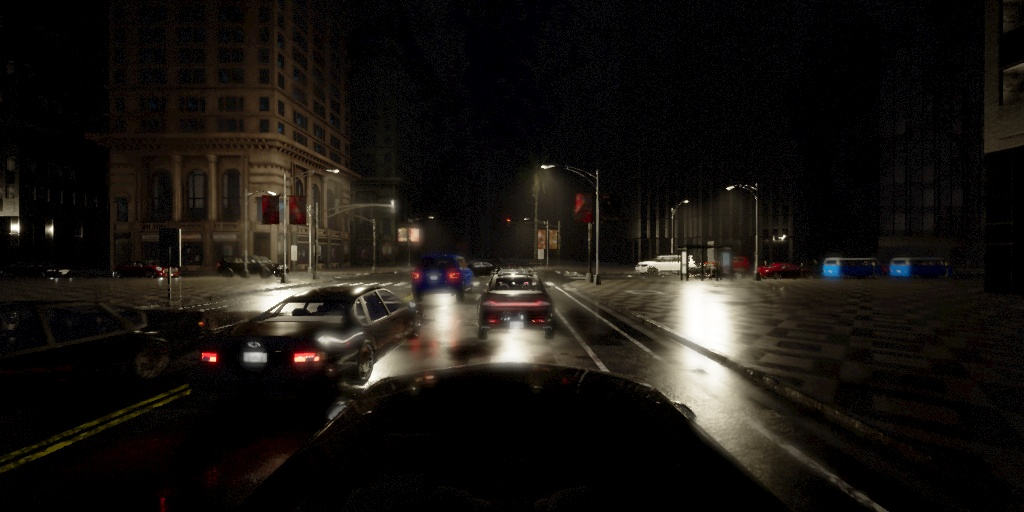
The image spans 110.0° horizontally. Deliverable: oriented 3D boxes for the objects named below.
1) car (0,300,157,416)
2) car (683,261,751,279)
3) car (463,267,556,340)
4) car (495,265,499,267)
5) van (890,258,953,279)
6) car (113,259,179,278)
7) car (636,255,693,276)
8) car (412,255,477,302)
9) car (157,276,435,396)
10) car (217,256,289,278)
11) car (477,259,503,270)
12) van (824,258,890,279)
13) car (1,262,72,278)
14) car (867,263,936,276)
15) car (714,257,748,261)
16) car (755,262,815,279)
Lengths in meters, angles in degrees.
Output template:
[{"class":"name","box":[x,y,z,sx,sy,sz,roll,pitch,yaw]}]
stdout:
[{"class":"car","box":[-6.606,1.297,4.379,2.033,1.411,5.357,0,0,0]},{"class":"car","box":[17.061,1.299,29.850,4.403,1.370,2.007,0,0,0]},{"class":"car","box":[0.092,1.240,9.994,2.128,1.511,4.902,0,0,0]},{"class":"car","box":[0.078,1.351,19.110,1.895,1.301,4.718,0,0,0]},{"class":"van","box":[34.093,1.080,29.862,3.998,1.789,1.690,0,0,0]},{"class":"car","box":[-33.172,1.137,32.586,4.553,1.767,2.097,0,0,0]},{"class":"car","box":[15.295,0.954,35.710,5.566,2.045,2.150,0,0,0]},{"class":"car","box":[-3.156,0.972,17.166,2.150,2.045,5.566,0,0,0]},{"class":"car","box":[-3.150,1.297,6.925,2.033,1.411,5.357,0,0,0]},{"class":"car","box":[-23.454,0.996,32.536,5.566,2.045,2.150,0,0,0]},{"class":"car","box":[-3.285,1.242,31.157,4.902,1.511,2.128,0,0,-41]},{"class":"van","box":[28.416,1.082,29.858,3.998,1.789,1.690,0,0,0]},{"class":"car","box":[-43.155,1.289,32.637,4.902,1.511,2.128,0,0,0]},{"class":"car","box":[38.700,1.322,35.703,4.718,1.301,1.895,0,0,0]},{"class":"car","box":[22.731,1.035,38.379,5.009,1.841,2.192,0,0,0]},{"class":"car","box":[22.739,1.326,29.854,4.207,1.307,1.802,0,0,0]}]
